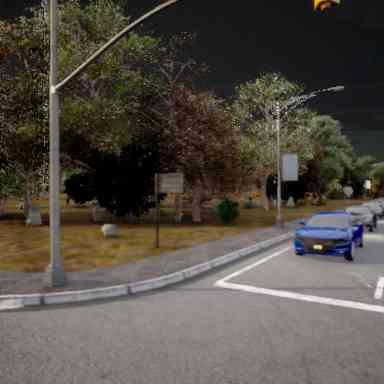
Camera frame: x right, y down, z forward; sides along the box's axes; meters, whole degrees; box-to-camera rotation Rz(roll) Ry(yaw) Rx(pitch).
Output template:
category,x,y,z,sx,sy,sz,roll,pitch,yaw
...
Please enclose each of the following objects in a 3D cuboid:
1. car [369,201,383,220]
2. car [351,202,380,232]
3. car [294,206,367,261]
category,x,y,z,sx,sy,sz,roll,pitch,yaw
car,15.623,1.566,29.040,1.812,1.442,4.674,-1,0,32
car,10.336,1.561,20.696,1.812,1.442,4.674,-1,0,32
car,5.384,1.508,12.850,1.882,1.535,5.008,-1,0,32
